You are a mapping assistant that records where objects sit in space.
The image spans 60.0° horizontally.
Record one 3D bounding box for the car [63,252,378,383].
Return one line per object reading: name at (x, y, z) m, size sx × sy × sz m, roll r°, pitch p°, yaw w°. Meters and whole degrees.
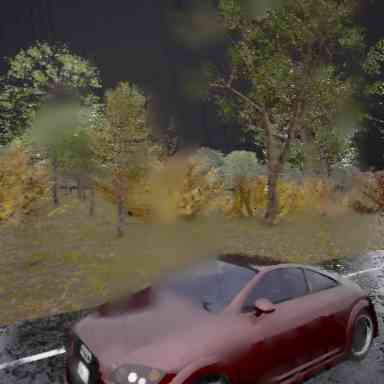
car at (0.578, 1.563, 4.368) m, size 4.181 × 1.385 × 1.994 m, roll 0°, pitch 0°, yaw -35°
